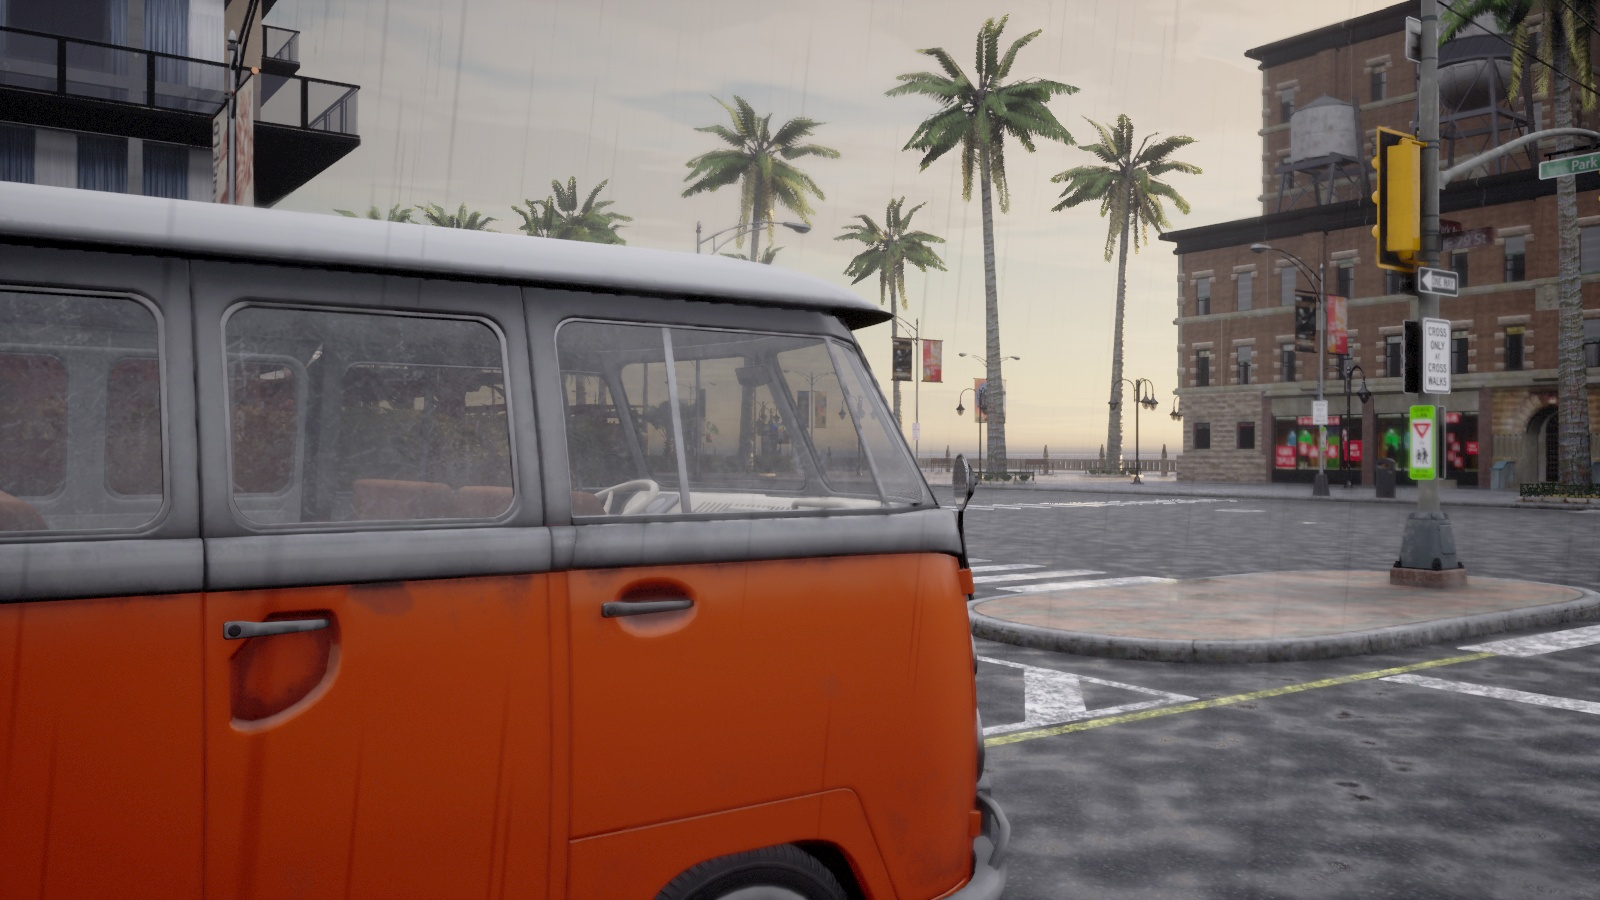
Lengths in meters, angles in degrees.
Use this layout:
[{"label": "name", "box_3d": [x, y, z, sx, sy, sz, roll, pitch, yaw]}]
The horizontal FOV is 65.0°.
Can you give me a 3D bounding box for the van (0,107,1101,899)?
[{"label": "van", "box_3d": [-1.588, 0.507, 2.554, 4.442, 1.987, 1.775, 0, 0, -35]}]
